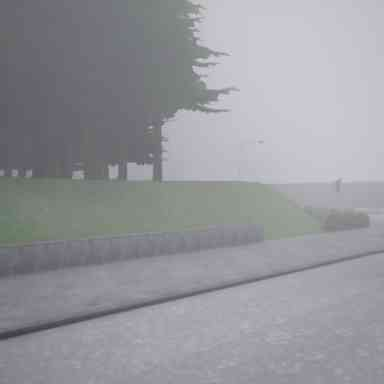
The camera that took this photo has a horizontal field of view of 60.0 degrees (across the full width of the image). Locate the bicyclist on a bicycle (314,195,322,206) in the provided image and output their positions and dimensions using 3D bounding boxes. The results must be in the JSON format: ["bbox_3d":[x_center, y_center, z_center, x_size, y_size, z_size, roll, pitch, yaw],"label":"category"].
[{"bbox_3d":[15.069,1.173,39.837,1.656,1.620,0.582,-1,0,-36],"label":"bicyclist on a bicycle"}]
